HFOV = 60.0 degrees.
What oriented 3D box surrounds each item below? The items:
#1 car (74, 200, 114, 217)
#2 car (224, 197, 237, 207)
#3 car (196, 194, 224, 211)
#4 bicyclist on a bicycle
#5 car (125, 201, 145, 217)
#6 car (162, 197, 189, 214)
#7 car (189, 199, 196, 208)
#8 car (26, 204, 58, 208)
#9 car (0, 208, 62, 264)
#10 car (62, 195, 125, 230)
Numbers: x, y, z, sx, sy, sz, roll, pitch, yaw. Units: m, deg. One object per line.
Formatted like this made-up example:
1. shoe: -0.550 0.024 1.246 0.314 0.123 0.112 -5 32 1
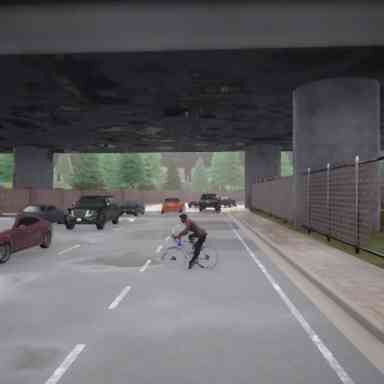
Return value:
1. car: -9.308 1.546 32.155 2.033 1.411 5.357 0 0 3
2. car: 5.344 1.503 50.281 1.837 1.490 4.892 0 0 23
3. car: 2.220 1.218 40.026 2.150 2.045 5.566 0 0 9
4. bicyclist on a bicycle: -0.061 1.450 9.616 1.656 1.620 0.582 -2 0 2
5. car: -5.803 1.546 32.134 2.033 1.411 5.357 0 0 3
6. car: -1.892 1.350 35.598 2.097 1.767 4.553 0 0 5
7. car: 0.863 1.599 48.682 1.895 1.301 4.718 0 0 18
8. car: -9.816 1.525 21.406 1.812 1.442 4.674 0 0 2
9. car: -6.691 1.525 11.993 1.812 1.442 4.674 0 0 2
10. car: -6.298 1.221 21.636 2.150 2.045 5.566 0 0 2
